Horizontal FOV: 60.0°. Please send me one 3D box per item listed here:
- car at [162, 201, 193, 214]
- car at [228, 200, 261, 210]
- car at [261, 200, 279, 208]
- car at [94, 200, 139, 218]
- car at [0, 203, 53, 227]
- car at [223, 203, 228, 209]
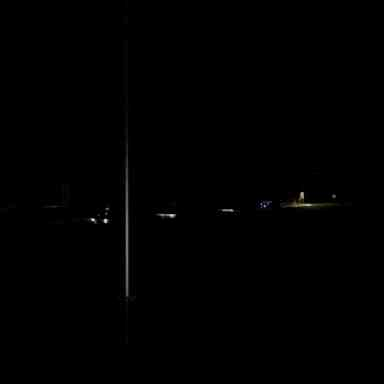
[{"bbox_3d":[-1.683,1.865,40.823,1.812,1.442,4.674,-1,-1,35],"label":"car"},{"bbox_3d":[7.800,1.914,49.389,2.128,1.511,4.902,-1,-1,35],"label":"car"},{"bbox_3d":[13.493,2.112,57.656,1.895,1.301,4.718,-1,-1,35],"label":"car"},{"bbox_3d":[-7.368,1.599,32.661,2.097,1.767,4.553,-1,-1,35],"label":"car"},{"bbox_3d":[-12.885,1.634,24.726,1.882,1.535,5.008,-1,-1,35],"label":"car"},{"bbox_3d":[6.664,2.035,52.691,1.994,1.385,4.181,-1,-1,35],"label":"car"}]
